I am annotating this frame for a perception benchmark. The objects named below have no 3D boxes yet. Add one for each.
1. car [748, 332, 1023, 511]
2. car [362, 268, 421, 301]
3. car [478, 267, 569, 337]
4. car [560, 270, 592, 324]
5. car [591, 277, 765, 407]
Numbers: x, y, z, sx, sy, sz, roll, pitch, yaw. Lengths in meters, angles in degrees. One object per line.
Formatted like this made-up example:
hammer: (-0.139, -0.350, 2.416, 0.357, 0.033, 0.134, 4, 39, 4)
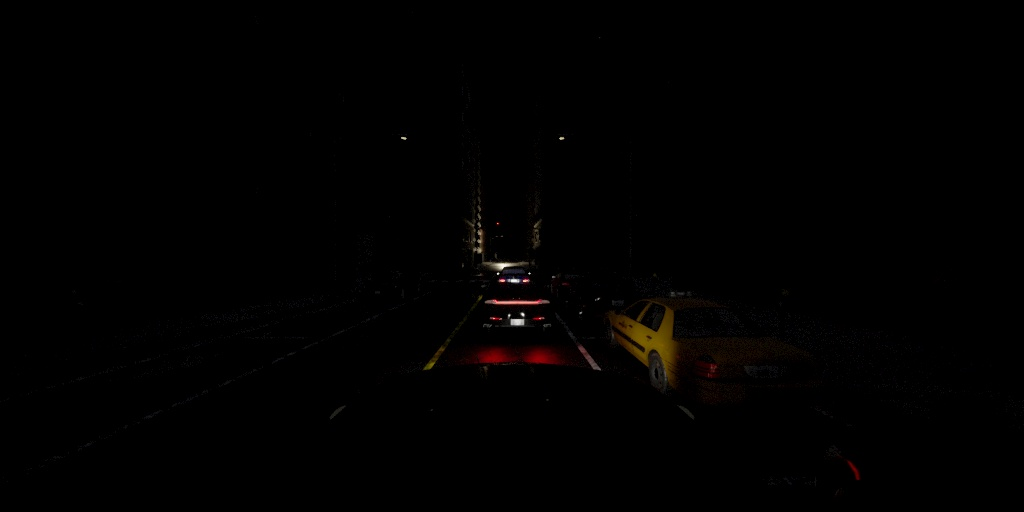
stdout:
car: (2.873, 1.301, 0.604, 2.007, 1.370, 4.403, 0, 0, 0)
car: (-5.668, 1.290, 17.361, 1.888, 1.381, 4.507, 0, 0, 0)
car: (0.104, 1.239, 10.301, 2.128, 1.511, 4.902, 0, 0, 0)
car: (2.876, 1.313, 11.776, 1.948, 1.339, 4.313, 0, 0, 0)
car: (2.874, 1.274, 6.360, 1.751, 1.417, 4.829, 0, 0, 0)
